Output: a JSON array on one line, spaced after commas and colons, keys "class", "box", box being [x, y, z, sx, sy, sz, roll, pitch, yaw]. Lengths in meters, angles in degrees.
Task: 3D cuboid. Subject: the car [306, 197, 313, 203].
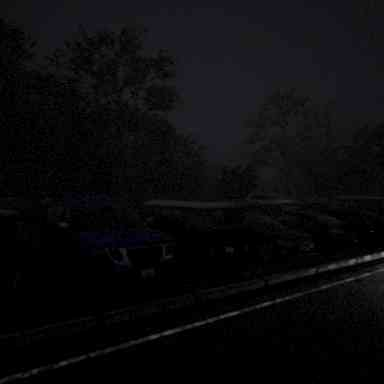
[{"class": "car", "box": [9.788, 1.343, 33.638, 2.097, 1.535, 5.008, -1, 0, -36]}]

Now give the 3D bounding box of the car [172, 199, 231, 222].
[{"class": "car", "box": [0.649, 1.434, 27.327, 1.946, 1.575, 5.366, -1, 0, -36]}]

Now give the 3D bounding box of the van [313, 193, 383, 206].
[{"class": "van", "box": [8.867, 1.205, 17.039, 1.878, 1.987, 4.442, -1, 0, -36]}]

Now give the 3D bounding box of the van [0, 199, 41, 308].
[{"class": "van", "box": [-4.821, 1.269, 7.255, 1.878, 1.987, 4.442, 0, 0, -36]}]

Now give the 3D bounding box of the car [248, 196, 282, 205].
[{"class": "car", "box": [5.279, 1.395, 30.402, 2.231, 1.521, 4.892, -1, 0, -36]}]

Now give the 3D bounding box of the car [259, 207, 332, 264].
[{"class": "car", "box": [2.087, 1.478, 12.058, 2.231, 1.521, 4.892, 0, 0, -36]}]

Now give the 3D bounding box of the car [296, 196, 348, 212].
[{"class": "car", "box": [14.303, 1.293, 36.868, 2.231, 1.521, 4.892, -1, 0, -36]}]

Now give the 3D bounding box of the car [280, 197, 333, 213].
[{"class": "car", "box": [12.046, 1.317, 35.253, 2.097, 1.535, 5.008, -1, 0, -36]}]

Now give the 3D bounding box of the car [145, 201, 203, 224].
[{"class": "car", "box": [-1.481, 1.487, 25.541, 2.163, 1.488, 4.792, 0, 0, -36]}]

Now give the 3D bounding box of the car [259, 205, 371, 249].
[{"class": "car", "box": [4.373, 1.506, 13.681, 2.002, 1.452, 4.674, 0, 0, -36]}]

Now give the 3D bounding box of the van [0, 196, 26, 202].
[{"class": "van", "box": [-10.606, 1.266, 19.198, 1.878, 1.987, 4.442, 0, 0, -36]}]

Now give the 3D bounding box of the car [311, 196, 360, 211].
[{"class": "car", "box": [16.548, 1.296, 38.500, 2.163, 1.488, 4.792, -1, 0, -36]}]

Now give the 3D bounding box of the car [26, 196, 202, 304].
[{"class": "car", "box": [-2.456, 1.239, 8.768, 2.435, 2.045, 5.566, 0, 0, -36]}]

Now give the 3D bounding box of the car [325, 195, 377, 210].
[{"class": "car", "box": [18.930, 1.238, 39.939, 1.946, 1.575, 5.366, -1, 0, -36]}]

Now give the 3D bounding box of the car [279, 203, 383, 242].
[{"class": "car", "box": [6.639, 1.482, 15.339, 2.163, 1.488, 4.792, -1, 0, -36]}]

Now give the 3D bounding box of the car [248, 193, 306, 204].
[{"class": "car", "box": [7.547, 1.117, 31.995, 2.435, 2.045, 5.566, -1, 0, -36]}]

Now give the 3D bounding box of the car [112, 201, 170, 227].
[{"class": "car", "box": [-3.779, 1.499, 23.970, 2.163, 1.488, 4.792, 0, 0, -36]}]

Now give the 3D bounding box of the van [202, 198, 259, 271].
[{"class": "van", "box": [-0.262, 1.261, 10.514, 1.878, 1.987, 4.442, 0, 0, -36]}]

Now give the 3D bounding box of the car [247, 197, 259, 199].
[{"class": "car", "box": [3.019, 1.417, 28.787, 2.097, 1.535, 5.008, -1, 0, -36]}]
